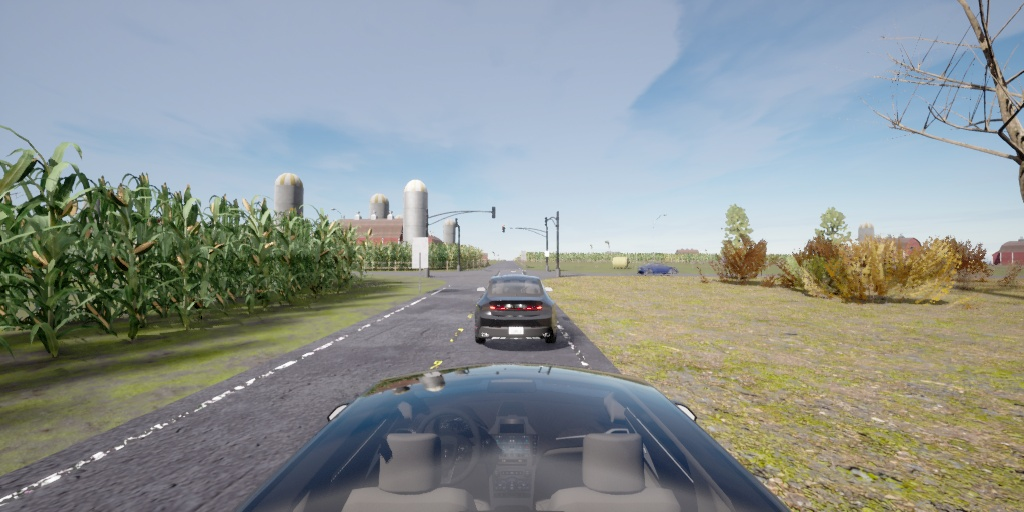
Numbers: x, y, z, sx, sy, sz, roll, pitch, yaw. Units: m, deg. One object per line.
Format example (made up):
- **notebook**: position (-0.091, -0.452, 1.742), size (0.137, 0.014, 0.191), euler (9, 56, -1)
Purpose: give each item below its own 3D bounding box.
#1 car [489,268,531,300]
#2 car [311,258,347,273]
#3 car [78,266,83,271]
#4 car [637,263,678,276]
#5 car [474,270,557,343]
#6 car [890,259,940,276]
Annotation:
- **car**: position (0.030, 1.360, 18.801), size (1.895, 1.301, 4.718), euler (0, 0, 4)
- **car**: position (-19.787, 0.931, 37.635), size (4.553, 1.767, 2.097), euler (0, -1, -3)
- **car**: position (-46.231, 0.922, 36.211), size (5.357, 1.411, 2.033), euler (0, -1, -3)
- **car**: position (16.206, 1.455, 39.962), size (4.181, 1.385, 1.994), euler (1, -1, -4)
- **car**: position (0.078, 1.259, 9.649), size (1.837, 1.490, 4.892), euler (0, 0, 0)
- **car**: position (47.544, 1.414, 42.340), size (5.566, 2.045, 2.150), euler (0, -1, -5)
